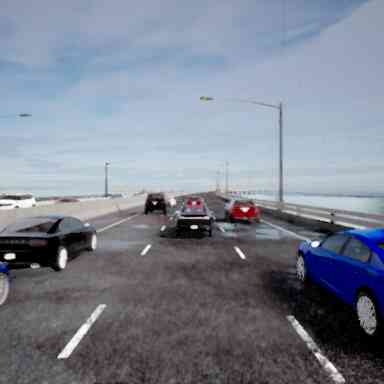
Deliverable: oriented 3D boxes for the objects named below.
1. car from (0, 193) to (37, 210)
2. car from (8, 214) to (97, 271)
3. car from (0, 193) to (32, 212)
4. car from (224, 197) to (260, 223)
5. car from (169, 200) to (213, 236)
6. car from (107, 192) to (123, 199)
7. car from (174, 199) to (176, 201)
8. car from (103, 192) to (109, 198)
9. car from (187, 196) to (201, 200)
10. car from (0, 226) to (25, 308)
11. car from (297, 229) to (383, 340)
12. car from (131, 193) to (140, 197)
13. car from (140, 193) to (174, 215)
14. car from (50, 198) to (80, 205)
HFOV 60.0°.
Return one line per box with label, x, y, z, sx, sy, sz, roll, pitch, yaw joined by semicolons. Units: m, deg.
car;-17.505;1.149;32.861;2.150;2.045;5.566;0;0;1
car;-4.560;1.453;10.823;1.882;1.535;5.008;0;0;0
car;-20.948;1.137;38.419;2.150;2.045;5.566;0;0;1
car;3.639;1.267;24.892;2.097;1.767;4.553;0;0;0
car;0.109;1.435;18.077;2.128;1.511;4.902;0;0;0
car;-16.756;1.310;74.149;2.033;1.411;5.357;0;0;1
car;-3.246;1.377;47.238;1.812;1.442;4.674;0;0;1
car;-20.114;0.870;80.063;1.837;1.490;4.892;0;0;1
car;0.231;1.233;36.758;2.097;1.767;4.553;0;0;1
car;-4.556;1.520;4.832;1.812;1.442;4.674;0;0;0
car;3.596;1.452;6.502;1.882;1.535;5.008;0;0;0
car;-13.151;0.993;78.468;1.882;1.535;5.008;0;0;1
car;-3.375;1.123;33.195;2.150;2.045;5.566;0;0;1
car;-13.964;1.386;36.812;1.882;1.535;5.008;0;0;1
